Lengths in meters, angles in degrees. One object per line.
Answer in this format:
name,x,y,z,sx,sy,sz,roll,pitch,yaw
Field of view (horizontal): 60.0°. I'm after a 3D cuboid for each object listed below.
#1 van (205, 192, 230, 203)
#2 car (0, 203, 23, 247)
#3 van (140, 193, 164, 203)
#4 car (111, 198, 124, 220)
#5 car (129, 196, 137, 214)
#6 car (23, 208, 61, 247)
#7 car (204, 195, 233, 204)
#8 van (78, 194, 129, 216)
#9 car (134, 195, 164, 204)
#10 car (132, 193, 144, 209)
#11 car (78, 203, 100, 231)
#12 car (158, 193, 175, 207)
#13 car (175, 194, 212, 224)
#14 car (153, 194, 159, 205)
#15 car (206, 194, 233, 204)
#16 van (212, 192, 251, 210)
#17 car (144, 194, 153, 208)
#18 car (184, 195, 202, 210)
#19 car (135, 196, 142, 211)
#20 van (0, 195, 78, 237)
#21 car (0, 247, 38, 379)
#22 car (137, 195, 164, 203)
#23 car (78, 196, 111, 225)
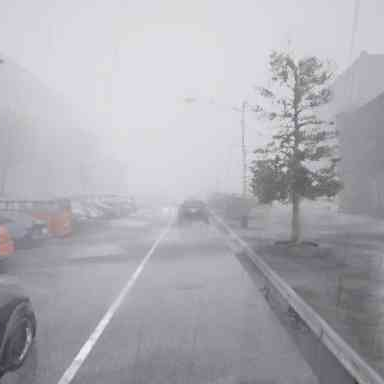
van,4.791,1.075,62.611,4.442,1.987,1.878,0,-1,0
car,-7.620,1.324,9.289,4.553,1.767,2.185,0,0,0
van,-7.773,1.106,65.136,4.442,1.987,1.878,0,-1,0
car,-7.647,1.403,23.132,5.008,1.535,2.097,0,0,0
car,-7.659,1.386,28.844,4.892,1.521,2.231,0,0,0
car,-7.679,1.470,12.080,4.792,1.488,2.163,0,0,0
car,4.679,1.287,59.835,5.008,1.535,2.097,0,0,0
van,-7.536,1.168,26.050,4.442,1.987,1.878,0,0,0
car,-7.655,1.287,59.515,5.008,1.535,2.097,0,0,0
car,-7.621,1.241,34.429,4.553,1.767,2.185,0,0,0
car,-7.649,1.462,17.670,4.674,1.452,2.002,0,0,0
car,-3.087,1.338,46.642,2.128,1.511,4.902,0,0,0
car,0.098,1.272,23.796,2.097,1.767,4.553,0,0,0
car,-7.684,1.350,48.400,4.792,1.488,2.163,0,0,0
car,4.643,1.166,57.045,4.553,1.767,2.185,0,0,0
van,4.793,1.130,37.505,4.442,1.987,1.878,0,0,0
car,-7.839,1.345,40.018,5.366,1.575,1.946,0,0,0
car,0.095,1.217,40.918,2.097,1.767,4.553,0,0,0
car,-7.647,1.377,31.638,4.892,1.521,2.231,0,0,0
van,-7.768,1.205,14.875,4.442,1.987,1.878,0,0,0
car,-3.100,1.554,2.831,1.994,1.385,4.181,0,0,0
car,-7.686,1.328,62.347,4.792,1.488,2.163,0,0,0
car,-7.682,1.287,20.462,4.553,1.767,2.185,0,0,0
